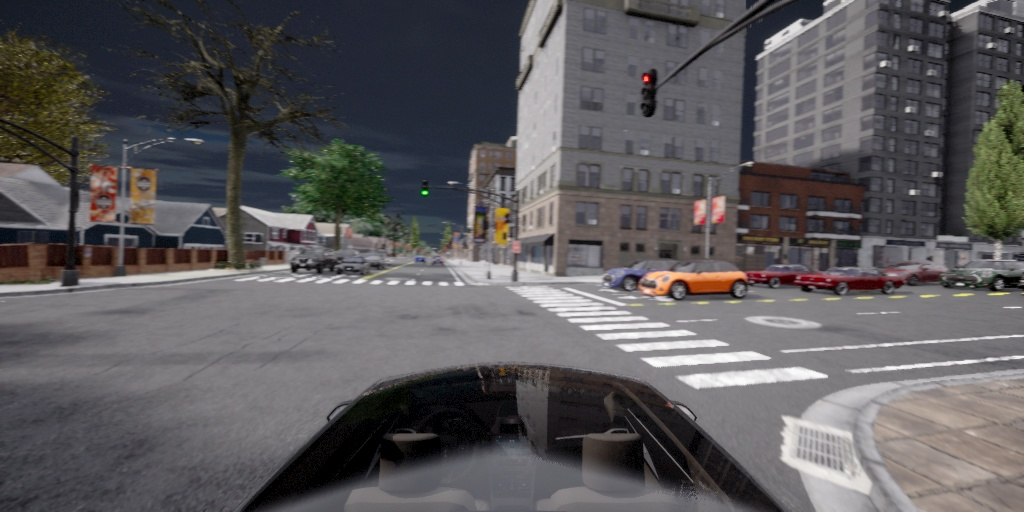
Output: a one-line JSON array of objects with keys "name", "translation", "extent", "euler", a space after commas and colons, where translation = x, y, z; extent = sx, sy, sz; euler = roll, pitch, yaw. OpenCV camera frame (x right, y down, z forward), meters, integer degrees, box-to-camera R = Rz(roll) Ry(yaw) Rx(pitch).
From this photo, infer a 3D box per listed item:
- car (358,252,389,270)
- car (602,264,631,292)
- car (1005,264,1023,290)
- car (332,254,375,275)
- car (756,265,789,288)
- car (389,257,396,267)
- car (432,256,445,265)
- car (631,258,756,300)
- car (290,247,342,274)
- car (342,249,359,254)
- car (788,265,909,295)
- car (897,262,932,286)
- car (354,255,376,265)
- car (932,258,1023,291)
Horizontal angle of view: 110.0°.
[{"name": "car", "translation": [-14.708, 0.635, 38.239], "extent": [1.882, 1.535, 5.008], "euler": [2, 0, -12]}, {"name": "car", "translation": [7.251, 0.933, 19.511], "extent": [4.553, 1.767, 2.097], "euler": [0, 1, -10]}, {"name": "car", "translation": [26.421, 1.219, 16.597], "extent": [5.357, 1.411, 2.033], "euler": [0, 1, -12]}, {"name": "car", "translation": [-12.897, 0.785, 29.434], "extent": [1.994, 1.385, 4.181], "euler": [2, 0, -12]}, {"name": "car", "translation": [16.070, 1.185, 21.277], "extent": [4.718, 1.301, 1.895], "euler": [0, 1, -12]}, {"name": "car", "translation": [-16.642, 0.701, 47.672], "extent": [1.895, 1.301, 4.718], "euler": [2, 0, -11]}, {"name": "car", "translation": [-12.483, 0.821, 60.630], "extent": [1.812, 1.442, 4.674], "euler": [2, 0, -11]}, {"name": "car", "translation": [8.164, 0.972, 16.309], "extent": [4.553, 1.767, 2.097], "euler": [0, 1, -12]}, {"name": "car", "translation": [-16.249, 0.311, 29.651], "extent": [2.150, 2.045, 5.566], "euler": [2, 0, -12]}, {"name": "car", "translation": [-18.332, 0.240, 39.805], "extent": [2.150, 2.045, 5.566], "euler": [2, 0, -12]}, {"name": "car", "translation": [16.956, 1.223, 18.143], "extent": [4.718, 1.301, 1.895], "euler": [0, 1, -12]}, {"name": "car", "translation": [26.176, 1.121, 23.374], "extent": [4.674, 1.442, 1.812], "euler": [0, 1, -12]}, {"name": "car", "translation": [-20.384, 0.560, 49.796], "extent": [1.895, 1.301, 4.718], "euler": [2, 0, -11]}, {"name": "car", "translation": [26.915, 0.985, 20.209], "extent": [4.553, 1.767, 2.097], "euler": [0, 1, -12]}]
